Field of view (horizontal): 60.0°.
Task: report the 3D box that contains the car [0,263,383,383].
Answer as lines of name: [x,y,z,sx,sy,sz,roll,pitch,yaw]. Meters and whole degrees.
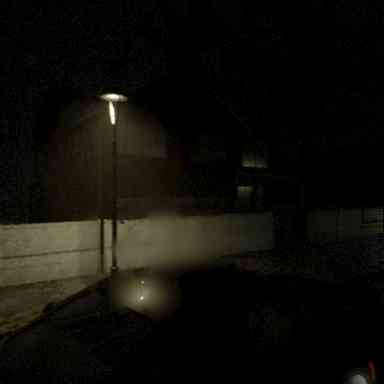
car: [-0.285,1.481,2.868,5.008,1.535,1.882,0,0,-35]
